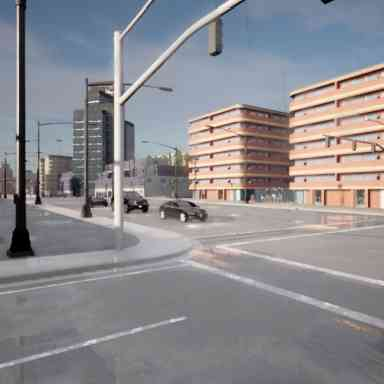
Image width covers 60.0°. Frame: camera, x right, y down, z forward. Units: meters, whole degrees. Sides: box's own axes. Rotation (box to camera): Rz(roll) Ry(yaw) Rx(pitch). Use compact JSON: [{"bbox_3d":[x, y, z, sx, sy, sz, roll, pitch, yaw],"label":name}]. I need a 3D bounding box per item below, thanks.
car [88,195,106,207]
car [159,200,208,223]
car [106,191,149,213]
[{"bbox_3d":[-11.946,1.107,41.288,1.994,1.385,4.181,0,1,-34],"label":"car"},{"bbox_3d":[-0.719,1.370,24.830,1.837,1.490,4.892,0,1,-34],"label":"car"},{"bbox_3d":[-6.281,0.941,32.984,2.150,2.045,5.566,0,1,-34],"label":"car"}]
